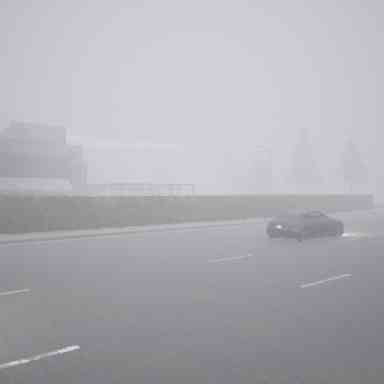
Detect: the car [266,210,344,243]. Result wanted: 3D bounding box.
[{"bbox_3d":[5.598,1.564,16.327,4.181,1.385,1.994,0,0,-35],"label":"car"}]
